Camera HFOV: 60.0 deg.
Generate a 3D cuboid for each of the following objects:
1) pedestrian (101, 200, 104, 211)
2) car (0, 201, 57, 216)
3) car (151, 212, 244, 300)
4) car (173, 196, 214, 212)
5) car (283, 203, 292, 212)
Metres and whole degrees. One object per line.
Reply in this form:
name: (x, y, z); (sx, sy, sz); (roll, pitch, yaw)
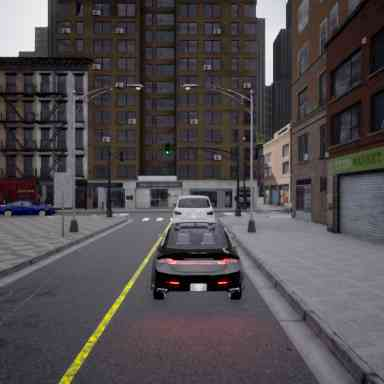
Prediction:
pedestrian: (-10.167, 1.498, 37.899); (0.375, 1.300, 0.375); (0, 0, -1)
car: (-15.481, 1.578, 31.589); (5.008, 1.535, 1.882); (0, 0, -2)
car: (0.098, 1.491, 8.376); (2.128, 1.511, 4.902); (0, 0, 0)
car: (0.095, 1.215, 18.840); (2.150, 2.045, 5.566); (0, 0, 0)
car: (12.055, 1.396, 35.140); (4.674, 1.442, 1.812); (-1, 0, -1)
